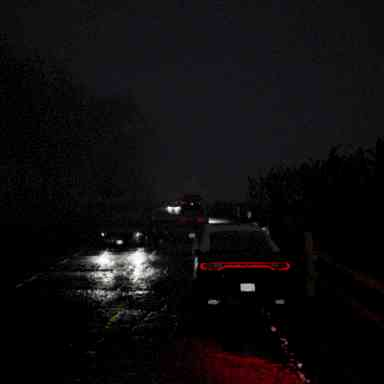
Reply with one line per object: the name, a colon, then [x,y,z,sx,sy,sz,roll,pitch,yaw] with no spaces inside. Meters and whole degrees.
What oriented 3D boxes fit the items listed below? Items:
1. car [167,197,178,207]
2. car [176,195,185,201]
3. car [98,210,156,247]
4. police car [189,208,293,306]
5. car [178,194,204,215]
car: [-2.833,1.499,52.408,2.128,1.511,4.902,0,0,0]
car: [-2.881,1.553,83.161,1.994,1.385,4.181,0,0,0]
car: [-2.776,1.548,15.417,2.033,1.411,5.357,0,0,0]
police car: [0.948,1.425,8.268,1.930,1.638,5.238,0,0,0]
car: [0.009,1.225,33.826,2.150,2.045,5.566,0,0,0]
